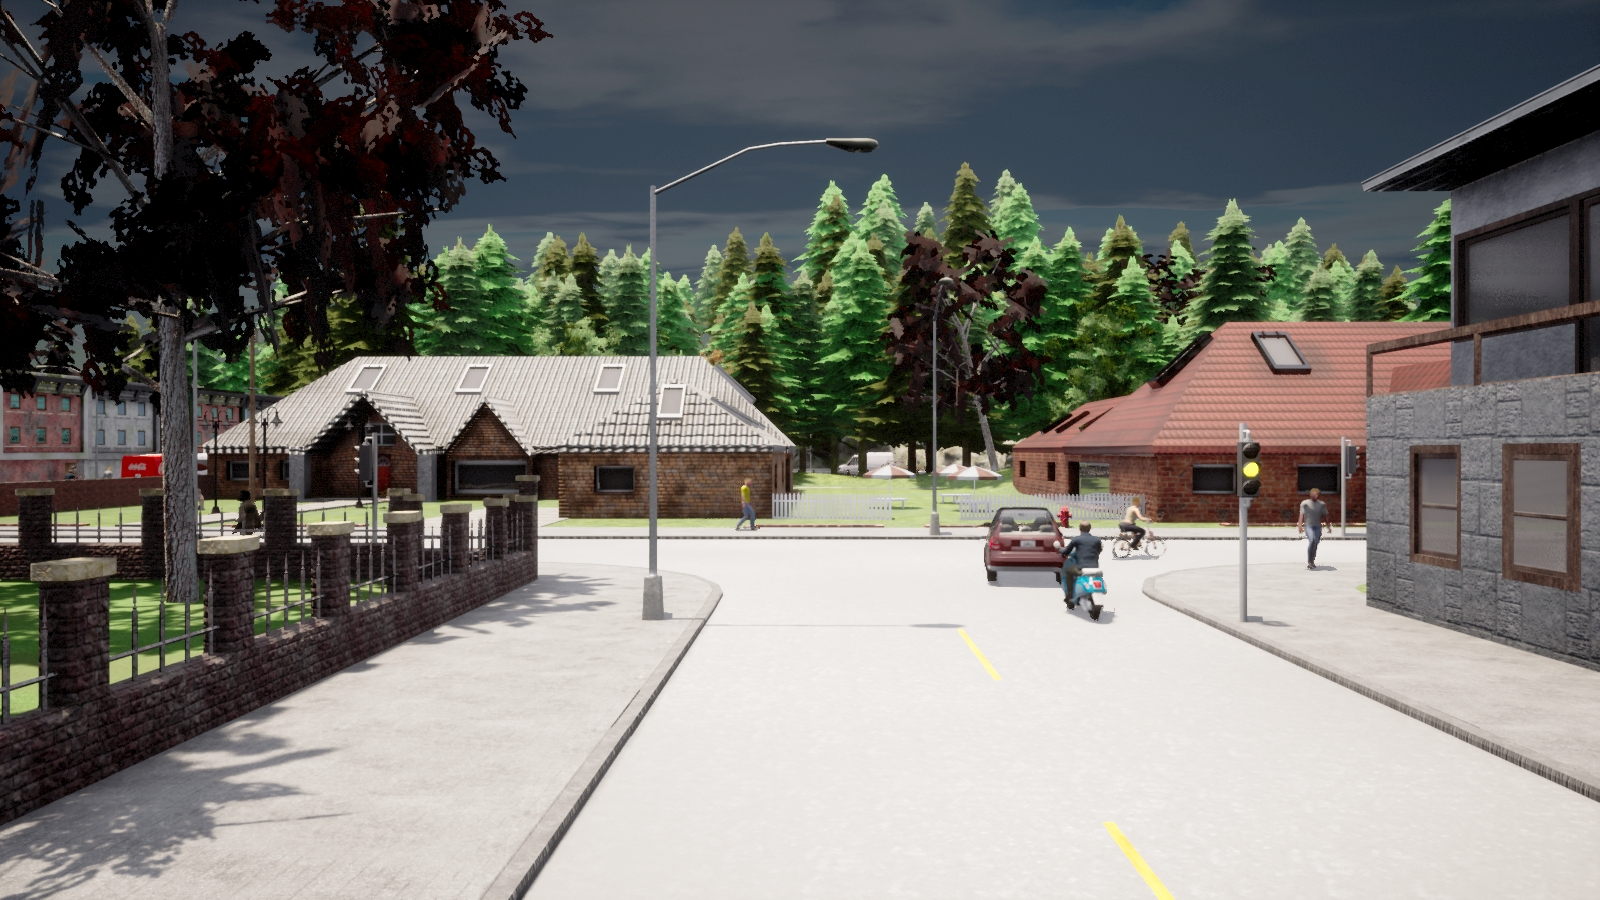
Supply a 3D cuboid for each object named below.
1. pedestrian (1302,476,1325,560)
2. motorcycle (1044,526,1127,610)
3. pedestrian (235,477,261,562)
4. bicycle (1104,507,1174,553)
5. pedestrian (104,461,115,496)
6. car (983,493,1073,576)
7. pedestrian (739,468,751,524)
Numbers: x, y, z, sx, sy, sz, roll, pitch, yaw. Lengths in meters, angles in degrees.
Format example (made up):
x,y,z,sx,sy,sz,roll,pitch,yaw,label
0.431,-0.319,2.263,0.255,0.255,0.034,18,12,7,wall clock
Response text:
x,y,z,sx,sy,sz,roll,pitch,yaw,label
11.485,1.518,25.573,0.375,1.860,0.375,0,0,5,pedestrian
4.808,1.962,19.366,0.856,1.236,1.805,0,0,-4,motorcycle
-12.228,1.523,25.318,0.375,1.860,0.375,0,0,4,pedestrian
8.705,2.036,29.358,1.487,1.080,0.859,0,2,-13,bicycle
-37.065,1.524,61.333,0.375,1.860,0.375,0,0,2,pedestrian
4.969,1.806,25.295,1.789,1.549,3.705,0,0,9,car
-1.818,1.524,37.967,0.375,1.860,0.375,0,0,2,pedestrian
